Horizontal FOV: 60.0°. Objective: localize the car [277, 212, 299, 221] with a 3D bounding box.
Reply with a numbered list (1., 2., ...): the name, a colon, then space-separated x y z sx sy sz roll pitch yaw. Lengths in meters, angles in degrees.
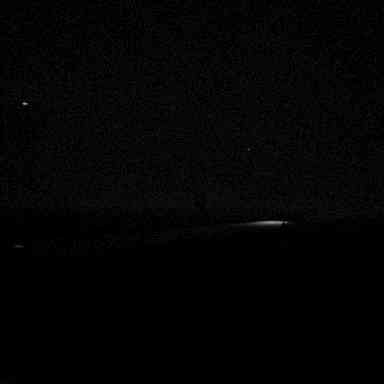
1. car: 14.293 3.635 49.700 1.895 1.301 4.718 -2 -3 35
